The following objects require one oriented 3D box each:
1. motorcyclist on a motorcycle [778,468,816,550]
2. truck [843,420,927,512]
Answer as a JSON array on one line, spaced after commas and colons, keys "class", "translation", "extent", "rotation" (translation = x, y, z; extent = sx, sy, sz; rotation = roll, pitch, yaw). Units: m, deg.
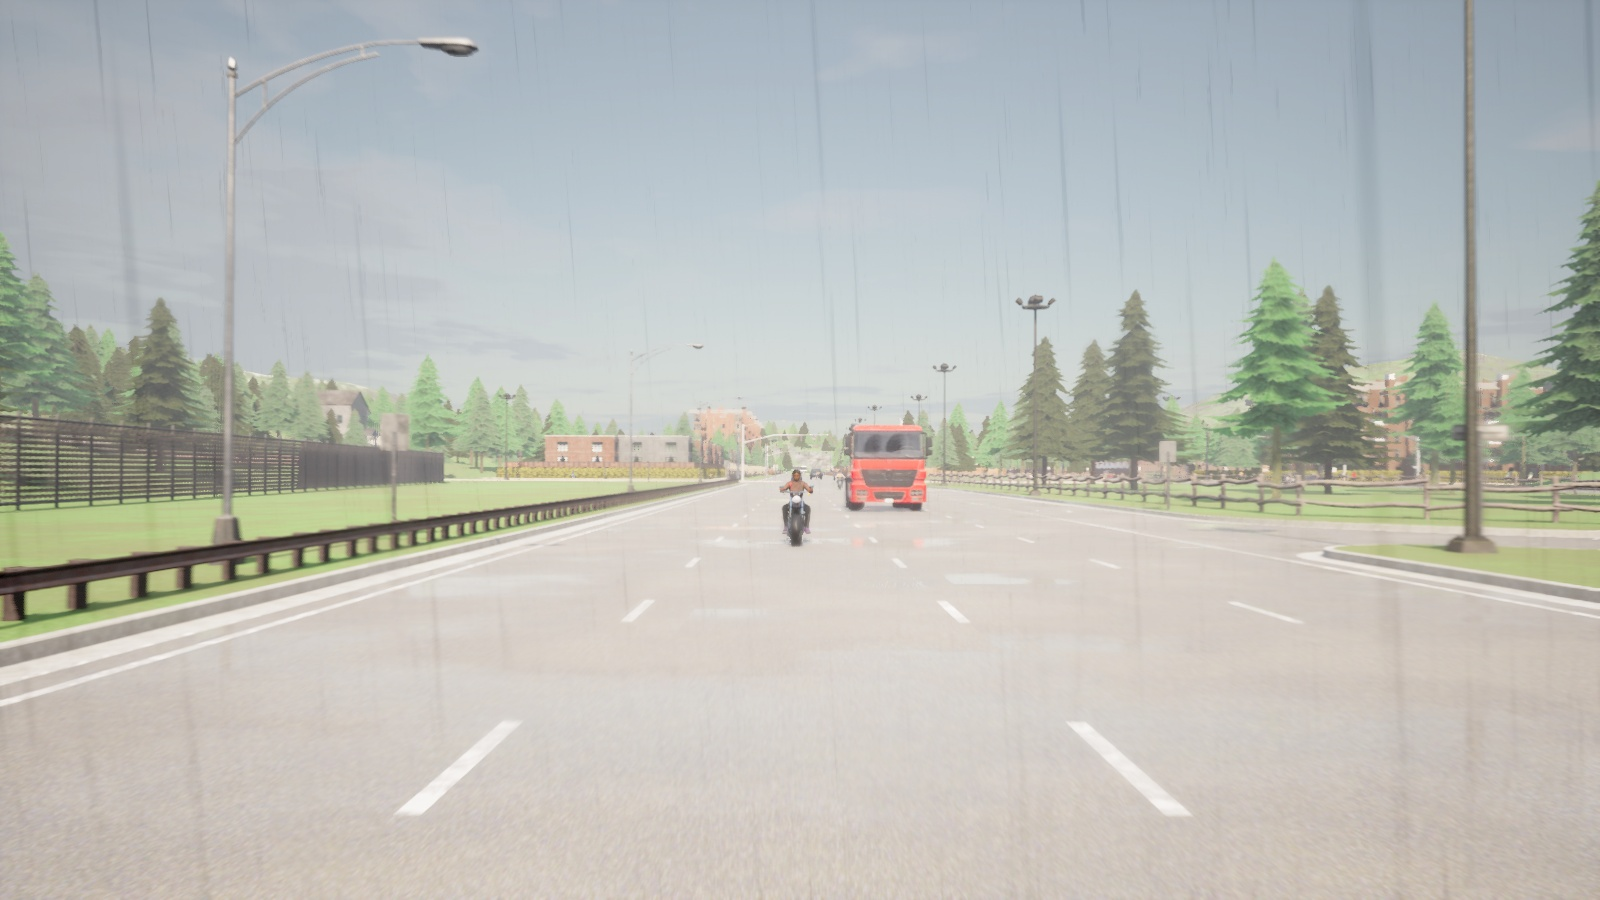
[{"class": "motorcyclist on a motorcycle", "translation": [-0.065, 1.207, 26.509], "extent": [0.766, 1.649, 2.350], "rotation": [0, -1, 0]}, {"class": "truck", "translation": [3.371, 0.680, 51.596], "extent": [2.891, 3.462, 7.936], "rotation": [0, -1, 0]}]
